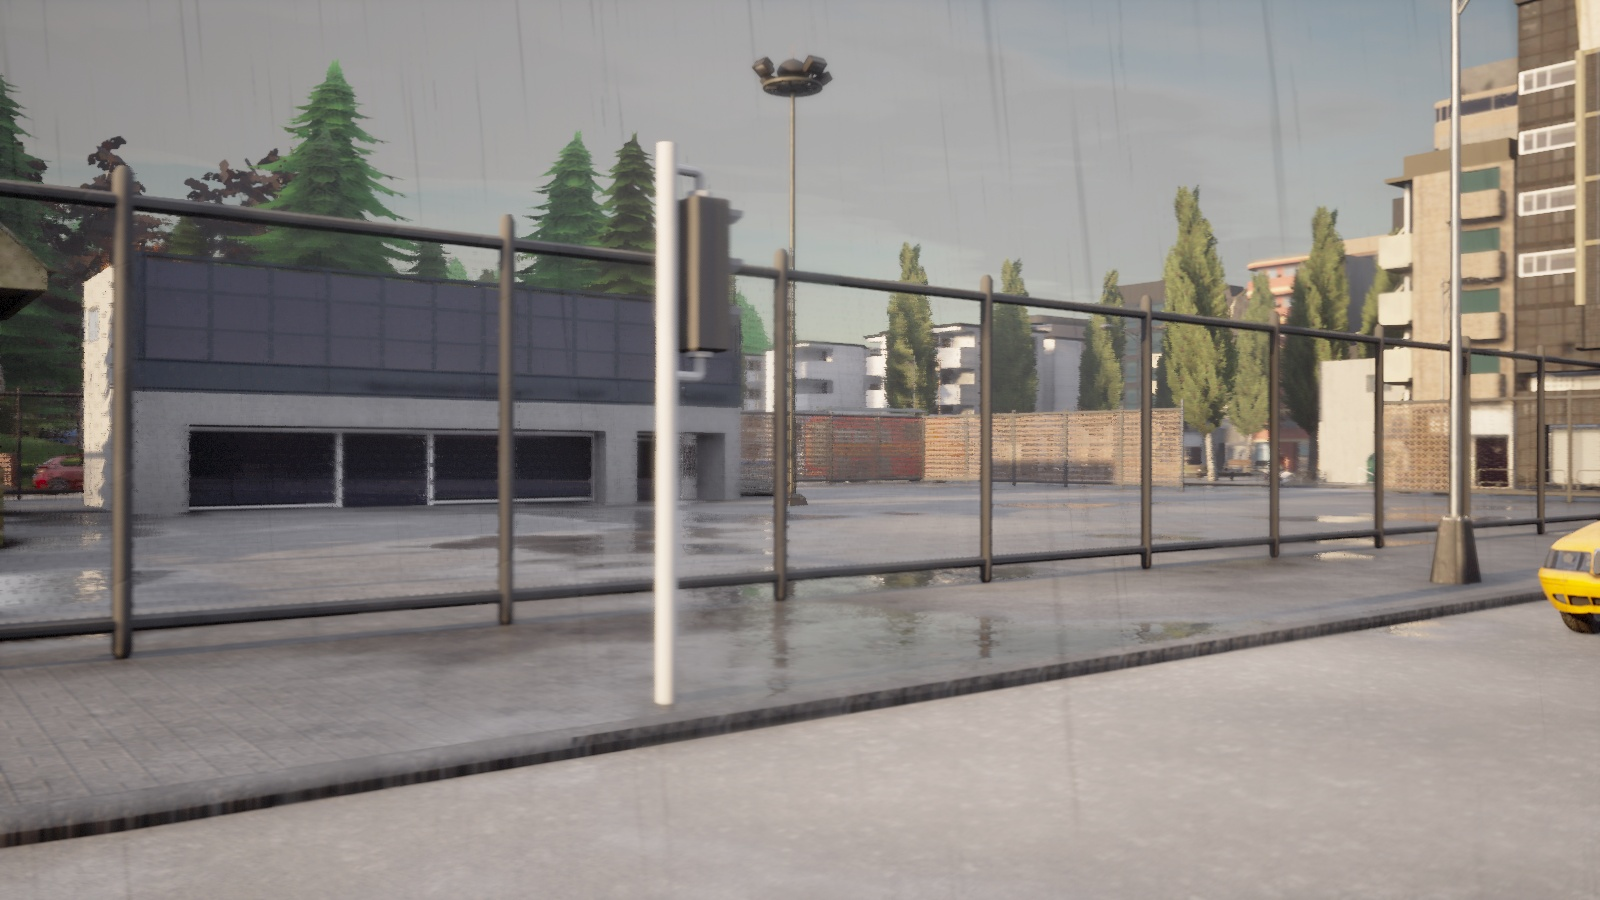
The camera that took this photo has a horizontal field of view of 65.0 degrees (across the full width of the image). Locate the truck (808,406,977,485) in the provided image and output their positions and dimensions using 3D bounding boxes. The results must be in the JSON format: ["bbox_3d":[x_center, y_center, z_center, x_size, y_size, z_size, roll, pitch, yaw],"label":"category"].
[{"bbox_3d":[4.785,-0.241,64.231,8.468,3.827,2.891,0,0,-31],"label":"truck"}]

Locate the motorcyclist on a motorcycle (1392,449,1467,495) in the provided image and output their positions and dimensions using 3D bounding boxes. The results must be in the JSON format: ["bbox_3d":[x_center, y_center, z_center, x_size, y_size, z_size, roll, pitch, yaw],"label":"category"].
[{"bbox_3d":[23.013,0.774,45.926,0.766,1.649,2.350,0,0,-37],"label":"motorcyclist on a motorcycle"}]

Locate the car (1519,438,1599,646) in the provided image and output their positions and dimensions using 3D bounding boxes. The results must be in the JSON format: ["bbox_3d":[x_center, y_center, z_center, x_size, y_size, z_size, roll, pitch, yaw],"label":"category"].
[{"bbox_3d":[8.445,0.695,10.814,5.366,1.575,1.801,0,0,-35],"label":"car"}]

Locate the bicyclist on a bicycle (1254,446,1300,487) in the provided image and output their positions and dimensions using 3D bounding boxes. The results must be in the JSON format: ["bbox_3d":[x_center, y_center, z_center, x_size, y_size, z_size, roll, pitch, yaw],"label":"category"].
[{"bbox_3d":[20.946,0.727,55.175,0.659,1.776,1.843,0,0,-38],"label":"bicyclist on a bicycle"}]

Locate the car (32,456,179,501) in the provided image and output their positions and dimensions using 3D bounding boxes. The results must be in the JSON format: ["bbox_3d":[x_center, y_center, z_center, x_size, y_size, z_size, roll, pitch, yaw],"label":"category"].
[{"bbox_3d":[-23.878,0.946,43.219,4.193,1.474,1.816,0,0,-37],"label":"car"}]
